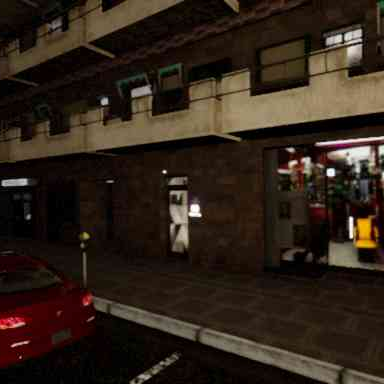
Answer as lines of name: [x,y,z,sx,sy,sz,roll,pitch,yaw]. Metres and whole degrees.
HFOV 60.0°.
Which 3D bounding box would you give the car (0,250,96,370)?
car: [-3.262,1.583,5.214,4.206,1.307,1.802,0,-1,36]
